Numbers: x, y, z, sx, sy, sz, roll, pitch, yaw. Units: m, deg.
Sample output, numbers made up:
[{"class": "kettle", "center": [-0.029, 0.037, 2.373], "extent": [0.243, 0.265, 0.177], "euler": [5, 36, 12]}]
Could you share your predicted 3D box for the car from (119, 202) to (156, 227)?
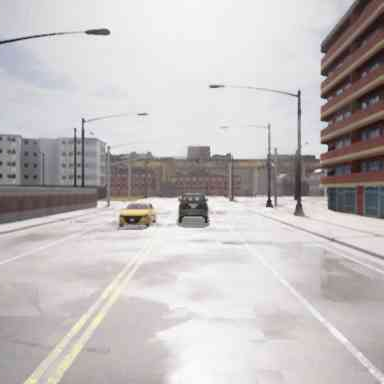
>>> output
[{"class": "car", "center": [-3.519, 1.393, 22.154], "extent": [1.882, 1.535, 5.008], "euler": [0, 0, 1]}]

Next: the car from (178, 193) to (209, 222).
[{"class": "car", "center": [0.104, 1.124, 25.504], "extent": [2.150, 2.045, 5.566], "euler": [0, 0, 0]}]
